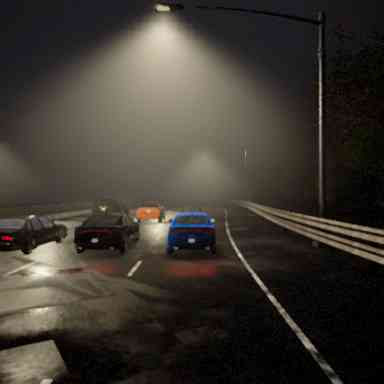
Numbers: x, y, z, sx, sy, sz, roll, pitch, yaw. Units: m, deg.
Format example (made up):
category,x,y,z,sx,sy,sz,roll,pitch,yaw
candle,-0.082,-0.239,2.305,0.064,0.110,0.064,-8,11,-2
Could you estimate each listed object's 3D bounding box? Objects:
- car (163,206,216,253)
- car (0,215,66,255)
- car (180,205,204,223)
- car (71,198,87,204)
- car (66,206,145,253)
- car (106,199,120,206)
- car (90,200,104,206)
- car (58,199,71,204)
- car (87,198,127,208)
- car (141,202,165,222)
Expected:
category,x,y,z,sx,sy,sz,roll,pitch,yaw
car,-0.002,1.617,14.486,1.882,1.535,5.008,0,0,0
car,-7.008,1.682,13.989,2.033,1.411,5.357,0,-1,0
car,-0.016,1.887,29.110,1.895,1.301,4.718,0,-1,0
car,-24.546,2.131,73.937,2.097,1.767,4.553,0,-1,0
car,-3.502,1.618,14.483,1.882,1.535,5.008,0,0,0
car,-17.546,2.276,73.910,1.837,1.490,4.892,0,-1,0
car,-21.046,2.370,73.877,1.895,1.301,4.718,0,-1,0
car,-28.046,2.276,73.904,1.837,1.490,4.892,0,-1,0
car,-7.017,1.502,29.013,2.150,2.045,5.566,0,0,0
car,-3.516,1.636,29.084,2.097,1.767,4.553,0,-1,0
